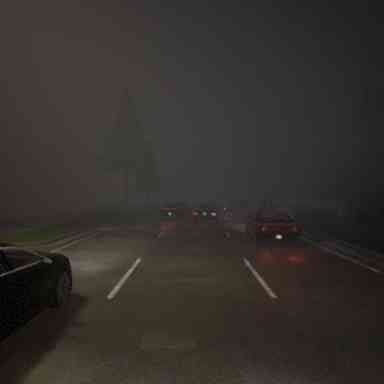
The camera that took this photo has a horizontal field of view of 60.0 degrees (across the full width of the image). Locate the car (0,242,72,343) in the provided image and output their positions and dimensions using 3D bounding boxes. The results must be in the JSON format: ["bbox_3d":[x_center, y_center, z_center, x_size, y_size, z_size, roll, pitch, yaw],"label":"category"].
[{"bbox_3d":[-3.399,1.490,5.001,2.128,1.511,4.902,0,0,0],"label":"car"}]

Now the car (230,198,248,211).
[{"bbox_3d":[5.803,1.475,40.883,2.128,1.511,4.902,0,0,15],"label":"car"}]

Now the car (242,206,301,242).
[{"bbox_3d":[3.765,1.594,16.255,1.895,1.301,4.718,0,0,2],"label":"car"}]

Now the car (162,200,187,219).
[{"bbox_3d":[-1.154,1.493,29.020,1.837,1.490,4.892,0,0,15],"label":"car"}]

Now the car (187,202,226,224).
[{"bbox_3d":[1.394,1.537,25.123,2.033,1.411,5.357,0,0,13],"label":"car"}]

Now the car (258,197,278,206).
[{"bbox_3d":[8.782,1.336,38.521,2.097,1.767,4.553,0,0,16],"label":"car"}]
